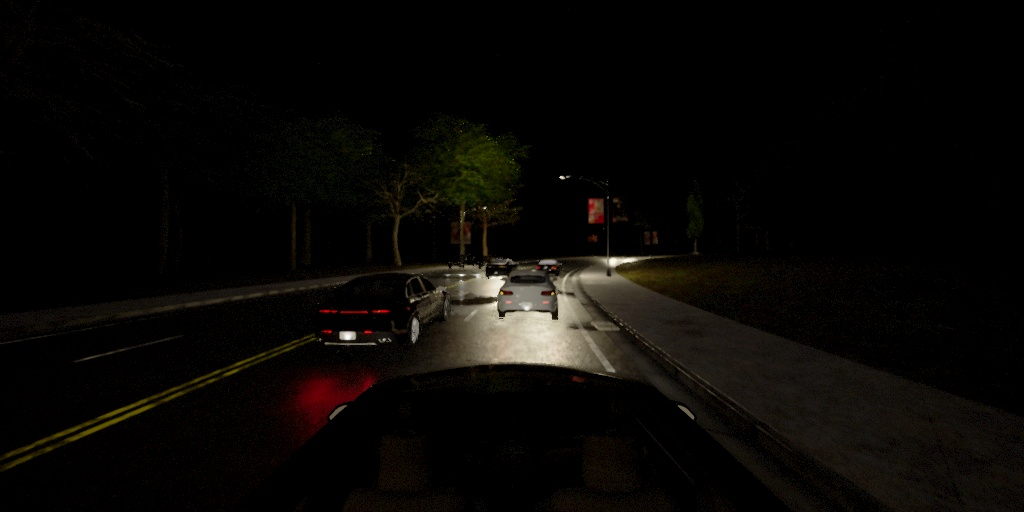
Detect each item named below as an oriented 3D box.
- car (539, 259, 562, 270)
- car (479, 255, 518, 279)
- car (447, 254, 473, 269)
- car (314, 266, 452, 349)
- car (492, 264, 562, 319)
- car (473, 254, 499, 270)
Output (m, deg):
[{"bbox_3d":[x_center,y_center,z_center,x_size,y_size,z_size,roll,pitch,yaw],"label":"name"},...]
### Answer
[{"bbox_3d":[3.196,0.945,30.547,2.033,1.411,5.357,0,1,12],"label":"car"},{"bbox_3d":[-0.684,0.945,27.435,2.128,1.511,4.902,0,1,10],"label":"car"},{"bbox_3d":[-5.220,0.506,38.041,1.837,1.490,4.892,0,1,14],"label":"car"},{"bbox_3d":[-2.881,1.177,8.951,1.837,1.490,4.892,0,1,3],"label":"car"},{"bbox_3d":[0.583,1.158,12.185,1.812,1.442,4.674,0,1,4],"label":"car"},{"bbox_3d":[-2.071,0.561,37.236,1.837,1.490,4.892,0,1,14],"label":"car"}]
